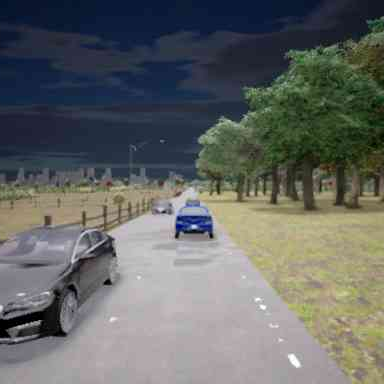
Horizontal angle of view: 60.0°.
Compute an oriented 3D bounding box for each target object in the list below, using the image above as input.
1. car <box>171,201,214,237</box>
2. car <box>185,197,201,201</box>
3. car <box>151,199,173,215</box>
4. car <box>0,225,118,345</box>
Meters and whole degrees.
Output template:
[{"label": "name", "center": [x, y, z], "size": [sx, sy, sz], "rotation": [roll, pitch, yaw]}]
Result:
[{"label": "car", "center": [0.102, 1.455, 17.838], "size": [1.882, 1.535, 5.008], "rotation": [0, 0, 0]}, {"label": "car", "center": [0.105, 1.366, 42.327], "size": [2.128, 1.511, 4.902], "rotation": [0, 0, 0]}, {"label": "car", "center": [-2.839, 1.419, 32.515], "size": [2.128, 1.511, 4.902], "rotation": [0, 0, 0]}, {"label": "car", "center": [-2.823, 1.486, 6.726], "size": [2.128, 1.511, 4.902], "rotation": [0, 0, 0]}]
